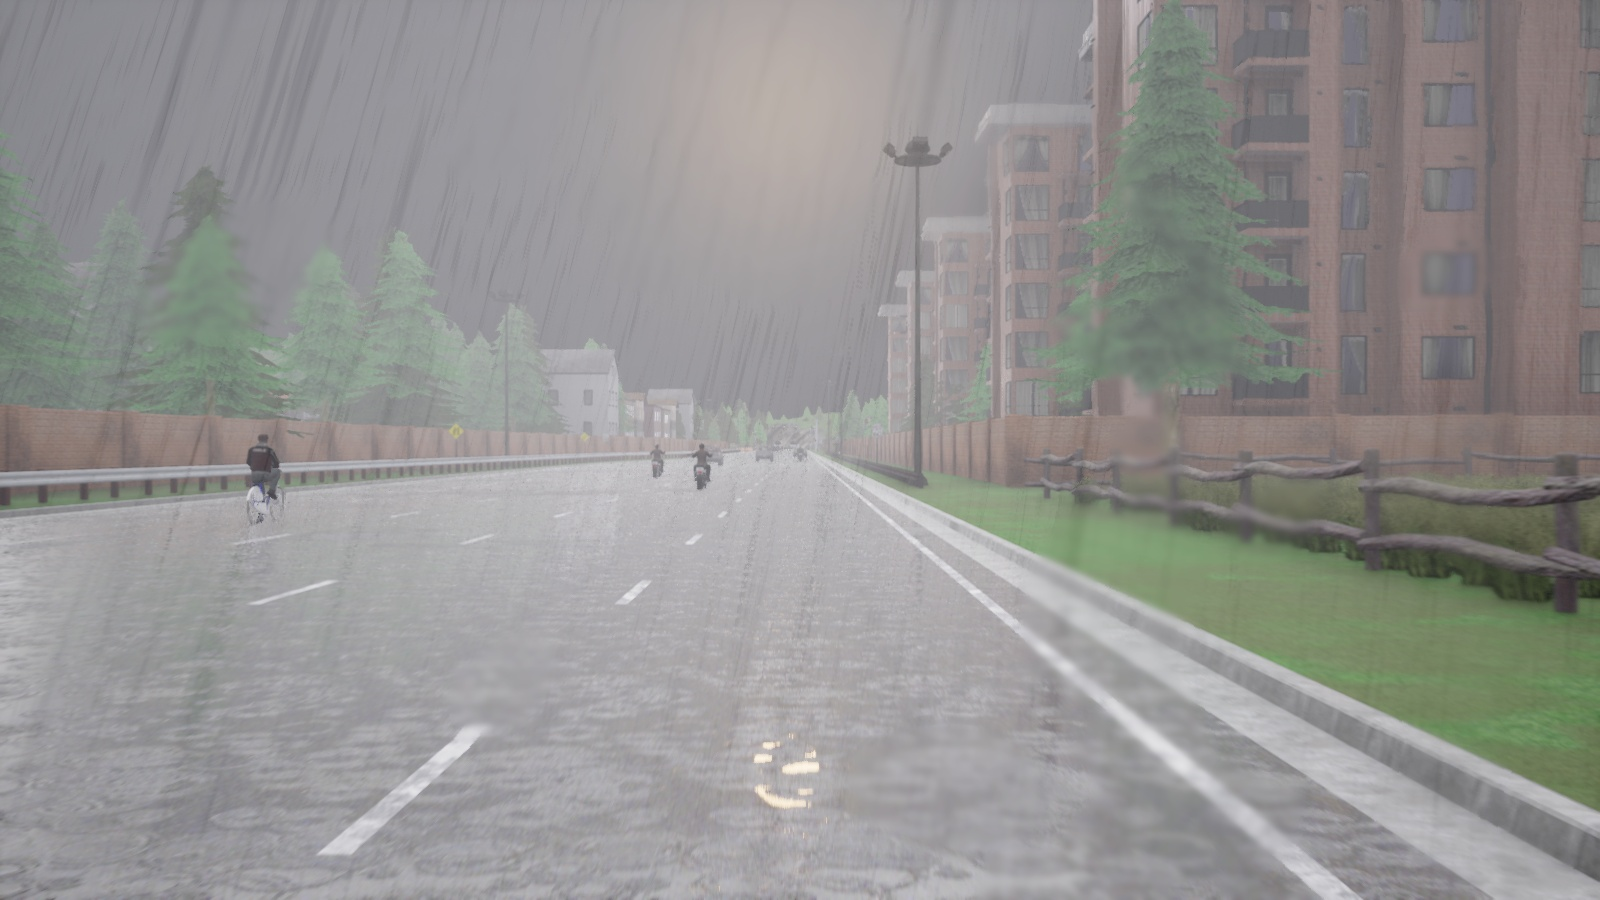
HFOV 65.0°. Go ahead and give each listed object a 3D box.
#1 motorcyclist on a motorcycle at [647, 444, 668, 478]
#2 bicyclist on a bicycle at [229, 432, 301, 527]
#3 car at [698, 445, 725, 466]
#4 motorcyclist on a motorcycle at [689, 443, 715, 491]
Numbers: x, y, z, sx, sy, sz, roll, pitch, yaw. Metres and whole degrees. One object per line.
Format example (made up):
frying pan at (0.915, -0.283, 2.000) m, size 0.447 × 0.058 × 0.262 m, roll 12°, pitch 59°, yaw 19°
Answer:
motorcyclist on a motorcycle at (-6.953, 0.535, 61.495) m, size 0.766 × 1.649 × 2.350 m, roll 0°, pitch 0°, yaw 0°
bicyclist on a bicycle at (-10.365, 0.547, 24.413) m, size 0.659 × 1.776 × 1.843 m, roll 1°, pitch 0°, yaw -2°
car at (-6.938, 0.388, 98.452) m, size 1.851 × 1.617 × 3.988 m, roll 0°, pitch 0°, yaw -1°
motorcyclist on a motorcycle at (-3.454, 0.581, 44.392) m, size 0.766 × 1.649 × 2.350 m, roll 0°, pitch 0°, yaw 0°
